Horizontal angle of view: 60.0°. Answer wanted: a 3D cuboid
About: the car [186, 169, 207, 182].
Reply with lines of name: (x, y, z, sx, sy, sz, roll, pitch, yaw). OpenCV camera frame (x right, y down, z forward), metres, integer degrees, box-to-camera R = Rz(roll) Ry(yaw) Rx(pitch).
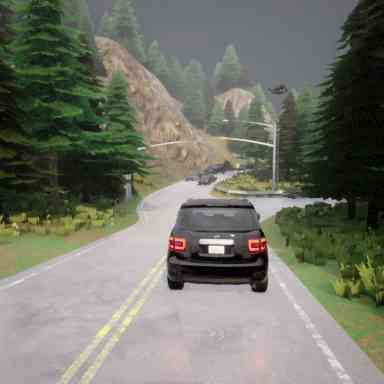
car: (0.435, -2.528, 55.238, 1.994, 1.385, 4.181, 2, 10, 19)

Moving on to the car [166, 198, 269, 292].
car: (0.706, 1.173, 8.984, 2.150, 2.045, 5.566, 0, 0, 5)

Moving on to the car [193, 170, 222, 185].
car: (2.482, -2.009, 51.564, 2.033, 1.411, 5.357, 2, 10, 20)

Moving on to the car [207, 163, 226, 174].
car: (4.458, -4.334, 63.770, 2.150, 2.045, 5.566, 3, 10, 36)

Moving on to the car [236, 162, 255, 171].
car: (11.496, -5.591, 70.920, 4.553, 1.767, 2.097, -9, 9, -36)
